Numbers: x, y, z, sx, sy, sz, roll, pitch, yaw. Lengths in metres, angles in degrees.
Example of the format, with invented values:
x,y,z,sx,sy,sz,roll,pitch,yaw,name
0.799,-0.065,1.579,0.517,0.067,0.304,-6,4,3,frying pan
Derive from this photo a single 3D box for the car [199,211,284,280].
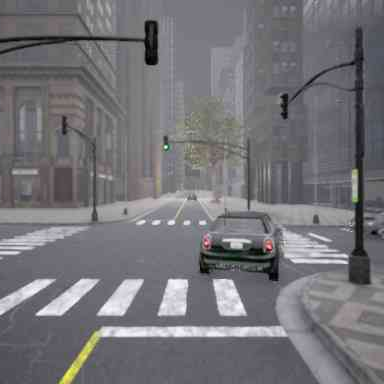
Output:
x,y,z,sx,sy,sz,roll,pitch,yaw,name
1.736,1.378,10.402,2.097,1.767,4.553,1,0,17,car

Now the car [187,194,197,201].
x,y,z,sx,sy,sz,roll,pitch,yaw,name
0.002,1.109,72.673,2.097,1.767,4.553,0,1,0,car

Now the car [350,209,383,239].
x,y,z,sx,sy,sz,roll,pitch,yaw,name
11.036,1.608,17.451,4.902,1.511,2.128,0,0,0,car

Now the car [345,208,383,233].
x,y,z,sx,sy,sz,roll,pitch,yaw,name
11.930,1.680,20.114,4.403,1.369,2.008,0,-1,0,car
